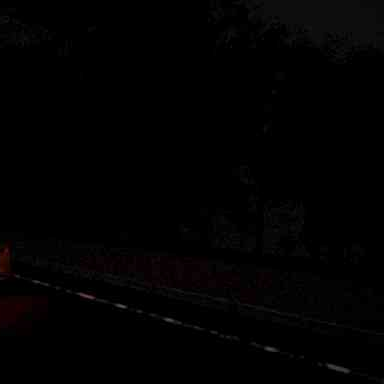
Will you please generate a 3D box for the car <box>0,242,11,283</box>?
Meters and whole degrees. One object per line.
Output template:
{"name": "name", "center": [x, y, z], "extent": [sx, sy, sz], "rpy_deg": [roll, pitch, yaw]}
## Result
{"name": "car", "center": [-6.480, 1.485, 8.286], "extent": [5.008, 1.535, 1.882], "rpy_deg": [0, 0, 36]}
